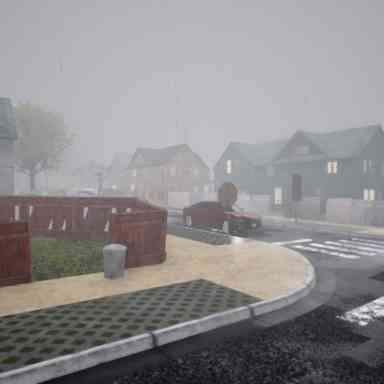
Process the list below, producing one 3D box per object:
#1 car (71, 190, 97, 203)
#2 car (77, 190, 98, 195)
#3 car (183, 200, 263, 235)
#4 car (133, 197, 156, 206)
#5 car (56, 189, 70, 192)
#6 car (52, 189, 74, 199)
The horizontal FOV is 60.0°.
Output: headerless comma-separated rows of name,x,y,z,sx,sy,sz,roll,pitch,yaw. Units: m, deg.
car,-14.432,0.568,44.397,1.837,1.490,4.892,1,1,-36
car,-10.322,0.807,33.665,2.033,1.411,5.357,1,1,-36
car,1.432,1.186,17.167,1.882,1.535,5.008,1,1,-34
car,-4.301,1.052,25.243,1.994,1.385,4.181,1,1,-35
car,-16.915,0.575,42.985,1.994,1.385,4.181,1,1,-35
car,-20.460,0.330,52.738,2.128,1.511,4.902,1,1,-36
